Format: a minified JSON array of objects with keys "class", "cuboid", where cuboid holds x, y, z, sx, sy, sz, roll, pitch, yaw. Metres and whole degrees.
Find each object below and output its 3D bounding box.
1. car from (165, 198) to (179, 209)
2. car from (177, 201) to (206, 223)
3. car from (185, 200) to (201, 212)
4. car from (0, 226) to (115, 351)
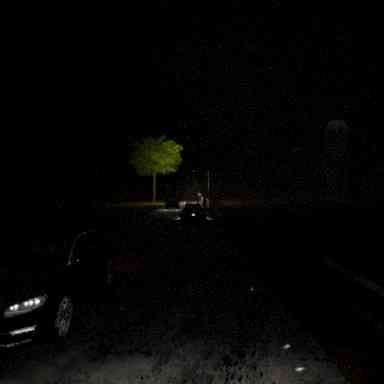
[{"class":"car","cuboid":[-2.828,1.669,48.067,1.882,1.535,5.008,0,0,0]},{"class":"car","cuboid":[0.102,1.646,26.238,1.994,1.385,4.181,0,0,0]},{"class":"car","cuboid":[0.104,1.762,42.932,1.895,1.301,4.718,0,0,0]},{"class":"car","cuboid":[-2.850,1.500,6.578,2.128,1.511,4.902,0,0,0]}]
